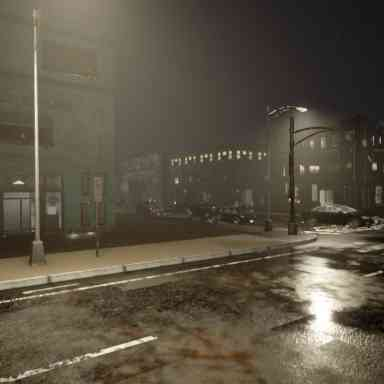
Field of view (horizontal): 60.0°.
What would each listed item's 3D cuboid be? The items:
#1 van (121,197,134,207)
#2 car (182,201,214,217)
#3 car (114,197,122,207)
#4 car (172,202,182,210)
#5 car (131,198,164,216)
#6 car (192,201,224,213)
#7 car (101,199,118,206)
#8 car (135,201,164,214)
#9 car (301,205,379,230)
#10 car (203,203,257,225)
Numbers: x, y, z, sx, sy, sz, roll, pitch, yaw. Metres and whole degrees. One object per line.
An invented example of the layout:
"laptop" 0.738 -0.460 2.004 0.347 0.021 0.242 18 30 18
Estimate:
"van" -10.834 1.906 60.601 1.690 1.788 3.998 -1 0 -35
"car" 1.391 1.806 33.477 1.837 1.490 4.892 -1 -1 -36
"car" -14.046 1.939 65.110 2.192 1.841 5.009 -1 0 -35
"car" -1.196 1.965 47.075 1.802 1.307 4.206 -2 0 -35
"car" -4.814 1.845 37.704 1.967 1.590 4.097 -1 0 -35
"car" 2.014 1.903 42.567 1.802 1.307 4.206 -2 0 -35
"car" -17.251 2.227 69.619 1.887 1.381 4.507 -1 0 -35
"car" -5.590 1.961 43.296 1.812 1.442 4.674 -1 0 -35
"car" 9.714 1.608 22.229 2.128 1.511 4.902 -1 -1 -39
"car" 3.139 1.814 26.330 1.947 1.339 4.313 -2 0 -35
